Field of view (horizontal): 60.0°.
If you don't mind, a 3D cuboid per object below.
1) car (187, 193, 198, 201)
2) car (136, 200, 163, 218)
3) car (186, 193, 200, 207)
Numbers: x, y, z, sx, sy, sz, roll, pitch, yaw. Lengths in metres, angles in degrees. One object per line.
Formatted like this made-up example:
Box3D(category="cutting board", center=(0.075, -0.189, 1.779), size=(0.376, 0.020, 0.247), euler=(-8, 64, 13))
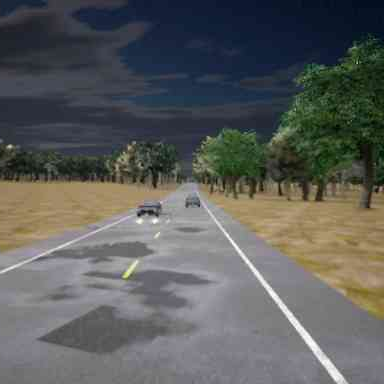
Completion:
Box3D(category="car", center=(0.131, 0.935, 63.537), size=(2.033, 1.411, 5.357), euler=(0, 1, 0))
Box3D(category="car", center=(-3.582, 1.384, 28.975), size=(2.033, 1.411, 5.357), euler=(0, 1, 0))
Box3D(category="car", center=(0.122, 1.153, 44.301), size=(2.128, 1.511, 4.902), euler=(0, 1, 0))
